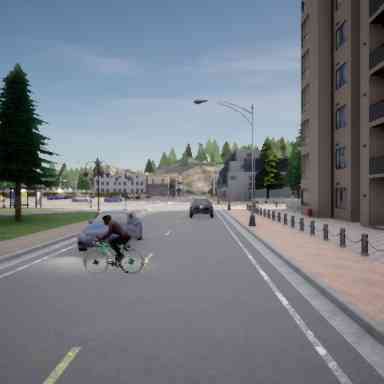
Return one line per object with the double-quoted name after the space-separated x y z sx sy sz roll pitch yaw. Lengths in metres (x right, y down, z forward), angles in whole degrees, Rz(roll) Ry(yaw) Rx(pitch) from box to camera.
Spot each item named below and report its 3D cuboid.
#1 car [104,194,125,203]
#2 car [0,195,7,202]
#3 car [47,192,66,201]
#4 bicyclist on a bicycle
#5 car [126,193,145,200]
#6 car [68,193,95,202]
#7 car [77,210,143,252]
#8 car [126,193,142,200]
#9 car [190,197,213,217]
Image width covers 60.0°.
-15.667 1.389 66.129 3.633 1.501 1.845 0 0 1 "car"
-41.661 1.345 69.947 5.027 1.636 2.152 0 0 1 "car"
-33.676 1.335 81.585 3.633 1.501 1.845 0 0 1 "car"
-2.146 1.453 9.075 1.656 1.620 0.582 -1 0 2 "bicyclist on a bicycle"
-15.037 1.112 84.702 4.605 1.855 1.932 0 0 1 "car"
-23.006 1.399 69.305 3.806 1.475 1.970 0 0 1 "car"
-3.252 1.526 14.072 1.812 1.442 4.674 0 0 2 "car"
-15.372 1.092 87.618 3.866 1.878 1.905 0 0 1 "car"
0.900 1.352 31.433 2.097 1.767 4.553 0 0 2 "car"
